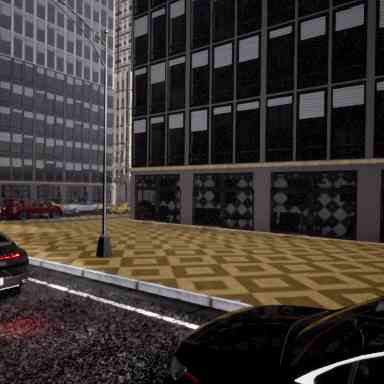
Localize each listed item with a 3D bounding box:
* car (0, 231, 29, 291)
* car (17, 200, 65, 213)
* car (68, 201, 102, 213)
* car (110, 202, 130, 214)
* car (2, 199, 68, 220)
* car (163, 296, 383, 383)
[{"bbox_3d":[-5.731,1.500,7.801,4.892,1.490,1.837,0,0,36],"label":"car"},{"bbox_3d":[-17.629,1.643,39.051,1.752,1.417,4.829,1,0,37],"label":"car"},{"bbox_3d":[-13.409,1.792,40.372,1.895,1.301,4.718,1,0,37],"label":"car"},{"bbox_3d":[-7.335,1.830,38.851,1.752,1.417,4.829,1,0,37],"label":"car"},{"bbox_3d":[-14.164,1.519,29.664,2.192,1.841,5.009,1,0,37],"label":"car"},{"bbox_3d":[1.986,1.505,2.258,4.892,1.490,1.837,0,0,36],"label":"car"}]
